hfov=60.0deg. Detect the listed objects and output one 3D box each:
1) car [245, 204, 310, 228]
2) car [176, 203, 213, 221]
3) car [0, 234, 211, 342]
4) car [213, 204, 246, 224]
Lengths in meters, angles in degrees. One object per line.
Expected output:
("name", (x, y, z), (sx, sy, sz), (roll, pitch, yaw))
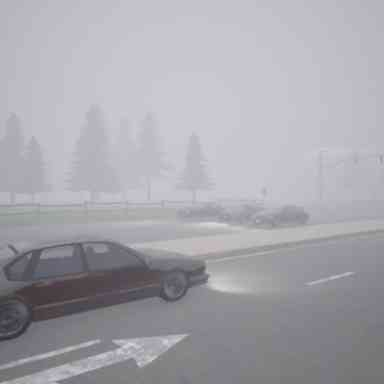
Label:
("car", (6.084, 1.561, 22.527), (4.674, 1.442, 1.812), (0, 0, -36))
("car", (0.992, 1.623, 27.494), (4.718, 1.301, 1.895), (0, 0, -36))
("car", (-2.206, 1.555, 6.500), (5.357, 1.411, 2.033), (0, 0, -36))
("car", (4.024, 1.626, 25.357), (4.181, 1.385, 1.994), (0, 0, -36))
